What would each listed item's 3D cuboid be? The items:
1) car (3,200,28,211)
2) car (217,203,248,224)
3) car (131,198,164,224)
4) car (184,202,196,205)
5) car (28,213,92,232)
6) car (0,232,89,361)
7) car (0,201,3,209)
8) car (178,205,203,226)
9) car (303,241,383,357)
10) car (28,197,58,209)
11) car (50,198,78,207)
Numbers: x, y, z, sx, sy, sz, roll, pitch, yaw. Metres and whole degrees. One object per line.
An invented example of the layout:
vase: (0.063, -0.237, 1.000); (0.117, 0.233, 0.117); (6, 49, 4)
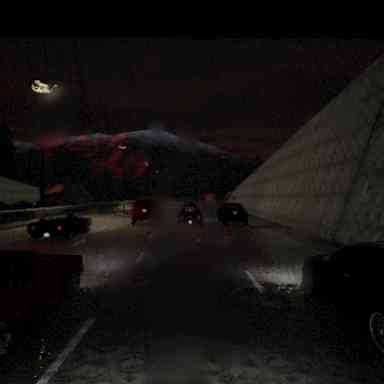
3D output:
car: (-24.939, 1.996, 48.741); (2.128, 1.511, 4.902); (0, -1, 0)
car: (3.349, 1.714, 28.166); (2.097, 1.767, 4.553); (0, -1, 0)
car: (-3.647, 1.553, 27.884); (2.150, 2.045, 5.566); (0, -1, 0)
car: (-0.264, 2.018, 41.523); (1.837, 1.490, 4.892); (0, -1, 0)
car: (-7.069, 1.801, 18.378); (1.895, 1.301, 4.718); (0, -1, 0)
car: (-3.463, 1.660, 5.751); (1.895, 1.301, 4.718); (0, -1, 0)
car: (-28.441, 1.985, 47.830); (1.837, 1.490, 4.892); (0, -1, 0)
car: (-0.138, 1.928, 26.499); (1.895, 1.301, 4.718); (0, -1, 0)
car: (3.536, 1.615, 5.995); (1.812, 1.442, 4.674); (0, -1, 0)
car: (-21.437, 1.750, 49.285); (2.150, 2.045, 5.566); (0, -1, 0)
car: (-17.942, 2.011, 47.659); (2.128, 1.511, 4.902); (0, -1, 0)
